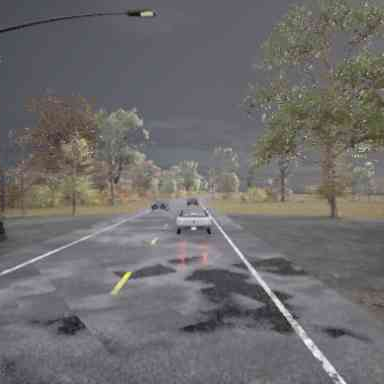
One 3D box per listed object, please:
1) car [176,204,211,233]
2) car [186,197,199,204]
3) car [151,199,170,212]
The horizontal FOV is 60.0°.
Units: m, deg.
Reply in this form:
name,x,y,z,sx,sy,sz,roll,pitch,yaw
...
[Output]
name,x,y,z,sx,sy,sz,roll,pitch,yaw
car,0.097,1.626,19.725,1.895,1.301,4.718,0,0,0
car,0.089,1.577,57.693,1.837,1.490,4.892,0,0,0
car,-3.507,1.448,37.366,1.895,1.301,4.718,0,0,0
